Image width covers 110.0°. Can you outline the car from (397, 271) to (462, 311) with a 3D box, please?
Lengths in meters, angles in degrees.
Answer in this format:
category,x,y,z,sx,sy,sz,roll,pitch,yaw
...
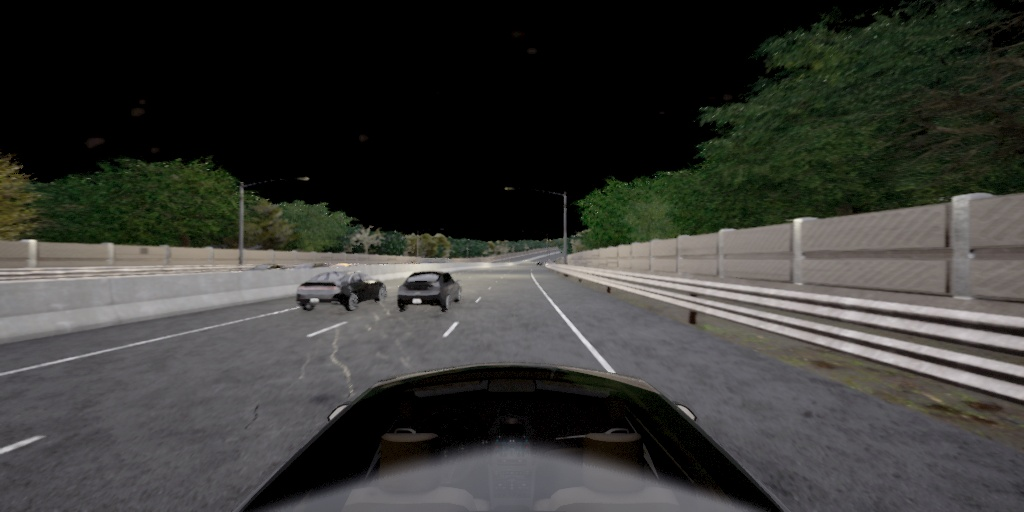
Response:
category,x,y,z,sx,sy,sz,roll,pitch,yaw
car,-3.319,1.373,15.058,1.837,1.490,4.892,0,-1,1

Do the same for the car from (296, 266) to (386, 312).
category,x,y,z,sx,sy,sz,roll,pitch,yaw
car,-6.821,1.353,14.859,2.128,1.511,4.902,0,-1,1

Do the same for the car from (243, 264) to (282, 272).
category,x,y,z,sx,sy,sz,roll,pitch,yaw
car,-24.111,1.549,35.251,1.837,1.490,4.892,0,-1,2

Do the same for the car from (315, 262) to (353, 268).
category,x,y,z,sx,sy,sz,roll,pitch,yaw
car,-17.091,1.541,35.932,1.882,1.535,5.008,0,-1,2

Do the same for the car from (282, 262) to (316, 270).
category,x,y,z,sx,sy,sz,roll,pitch,yaw
car,-20.576,1.412,36.388,2.097,1.767,4.553,0,-1,2
